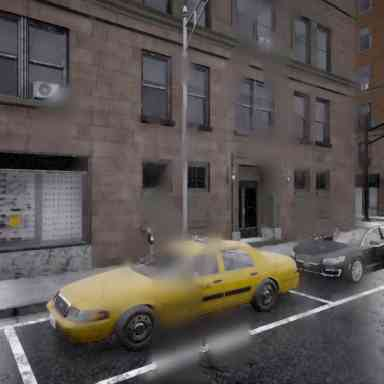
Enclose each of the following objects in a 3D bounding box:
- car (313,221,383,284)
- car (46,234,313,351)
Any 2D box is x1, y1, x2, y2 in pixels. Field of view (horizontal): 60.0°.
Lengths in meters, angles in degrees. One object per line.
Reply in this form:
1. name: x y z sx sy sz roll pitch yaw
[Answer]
1. car: 4.602 1.551 9.459 4.403 1.369 2.008 0 0 -35
2. car: -0.033 1.525 6.161 4.829 1.417 1.752 0 0 -35
